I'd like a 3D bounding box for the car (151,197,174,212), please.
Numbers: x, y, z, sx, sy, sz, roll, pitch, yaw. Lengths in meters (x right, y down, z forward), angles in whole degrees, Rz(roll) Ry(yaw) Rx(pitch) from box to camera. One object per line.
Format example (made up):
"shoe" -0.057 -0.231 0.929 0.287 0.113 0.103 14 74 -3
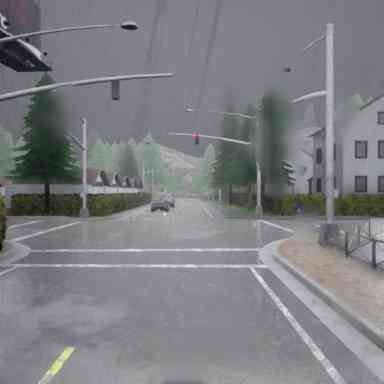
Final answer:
"car" -3.568 1.547 38.440 2.033 1.411 5.357 0 0 0
